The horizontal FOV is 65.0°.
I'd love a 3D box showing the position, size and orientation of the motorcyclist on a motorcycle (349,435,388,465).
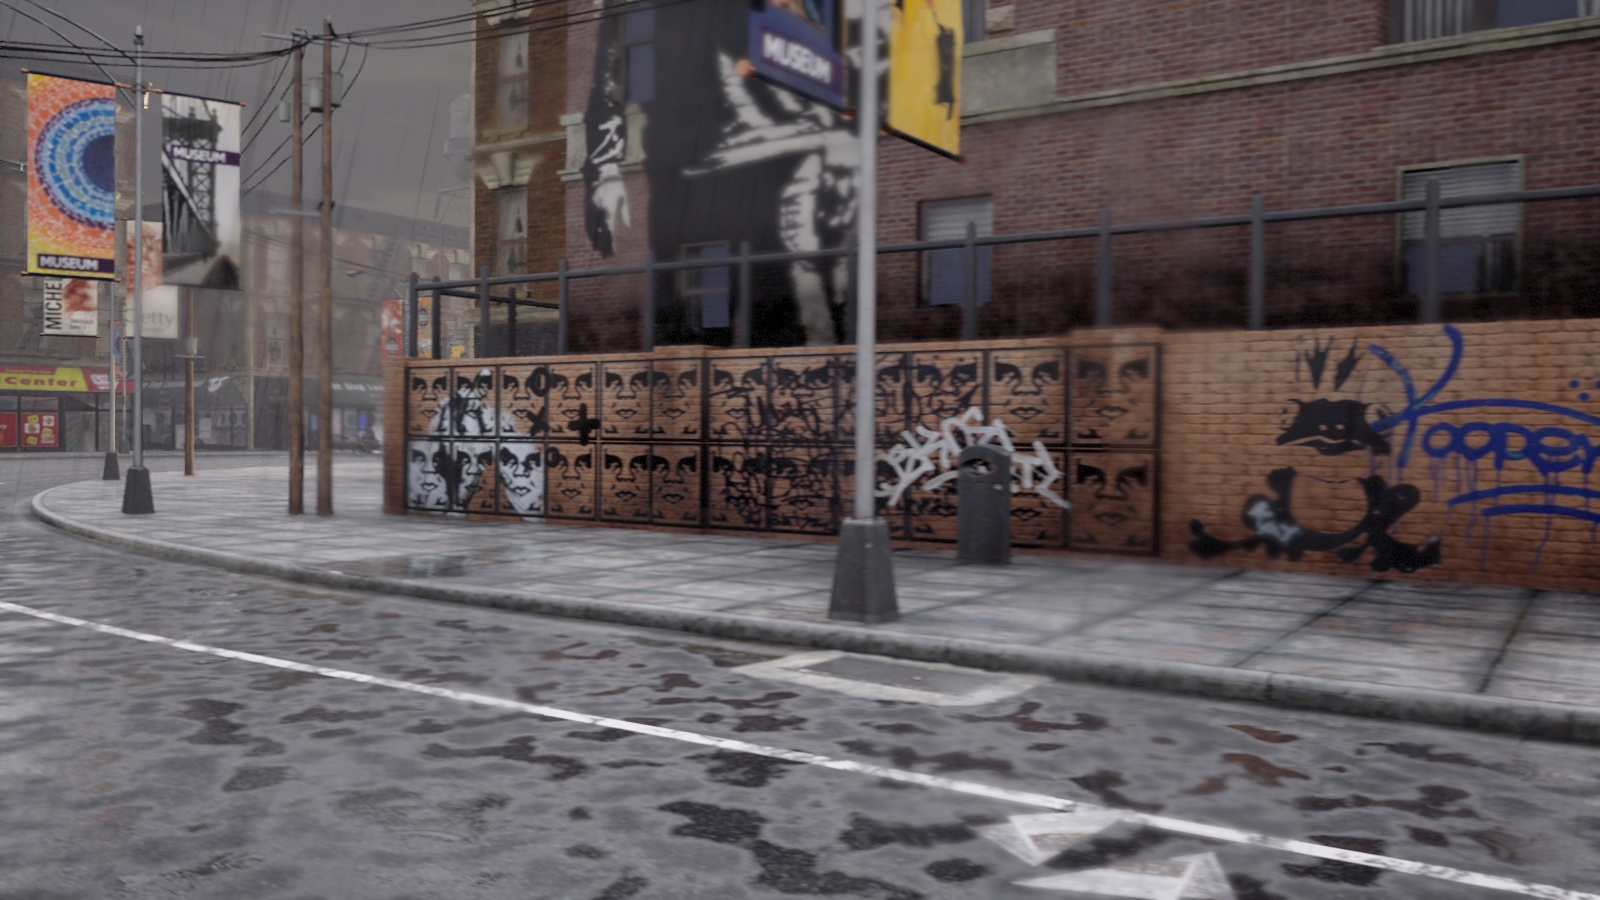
[{"bbox_3d":[-22.973,-0.020,66.891,0.866,1.590,1.817,0,1,34],"label":"motorcyclist on a motorcycle"}]
